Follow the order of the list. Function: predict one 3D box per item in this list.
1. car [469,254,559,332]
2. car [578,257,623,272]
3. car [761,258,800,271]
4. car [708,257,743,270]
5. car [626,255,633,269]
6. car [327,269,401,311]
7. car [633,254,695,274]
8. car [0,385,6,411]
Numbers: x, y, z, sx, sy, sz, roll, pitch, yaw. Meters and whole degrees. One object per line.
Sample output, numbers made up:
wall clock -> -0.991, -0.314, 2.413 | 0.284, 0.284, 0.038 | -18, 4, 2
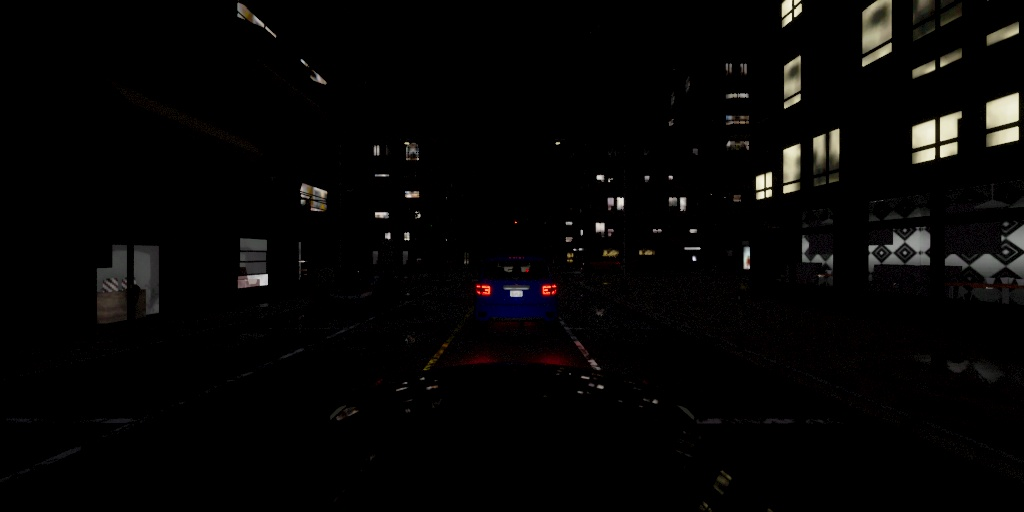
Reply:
car -> 0.106, 0.971, 11.021 | 2.150, 2.045, 5.566 | 0, 0, 0
car -> 9.677, 0.898, 40.141 | 4.553, 1.767, 2.097 | -1, 0, 0
car -> 25.831, 0.822, 34.479 | 4.313, 1.339, 1.948 | 0, 0, 0
car -> 25.078, 0.860, 40.262 | 4.718, 1.301, 1.895 | -1, 0, 0
car -> 14.610, 0.764, 42.771 | 5.009, 1.841, 2.192 | 0, 0, 0
car -> -5.729, 1.332, 14.429 | 1.802, 1.307, 4.207 | 0, 0, 0
car -> 14.738, 0.778, 34.392 | 5.009, 1.841, 2.192 | 0, 0, 0
car -> -5.690, 1.300, 1.512 | 2.007, 1.370, 4.403 | 0, 0, 0
